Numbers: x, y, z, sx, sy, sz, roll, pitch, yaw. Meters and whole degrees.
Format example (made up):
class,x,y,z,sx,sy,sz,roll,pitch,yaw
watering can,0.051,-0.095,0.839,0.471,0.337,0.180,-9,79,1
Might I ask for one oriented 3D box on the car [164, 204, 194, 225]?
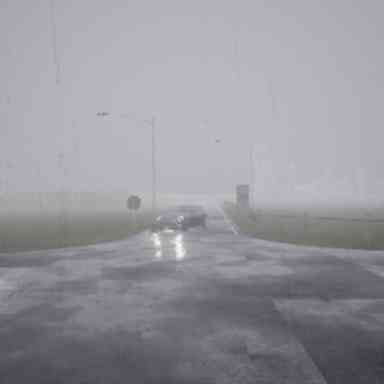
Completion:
class,x,y,z,sx,sy,sz,roll,pitch,yaw
car,-0.987,1.917,28.937,2.128,1.511,4.902,-1,-1,3

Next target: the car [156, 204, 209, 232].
class,x,y,z,sx,sy,sz,roll,pitch,yaw
car,-0.581,1.680,22.859,2.097,1.767,4.553,-1,-1,27
